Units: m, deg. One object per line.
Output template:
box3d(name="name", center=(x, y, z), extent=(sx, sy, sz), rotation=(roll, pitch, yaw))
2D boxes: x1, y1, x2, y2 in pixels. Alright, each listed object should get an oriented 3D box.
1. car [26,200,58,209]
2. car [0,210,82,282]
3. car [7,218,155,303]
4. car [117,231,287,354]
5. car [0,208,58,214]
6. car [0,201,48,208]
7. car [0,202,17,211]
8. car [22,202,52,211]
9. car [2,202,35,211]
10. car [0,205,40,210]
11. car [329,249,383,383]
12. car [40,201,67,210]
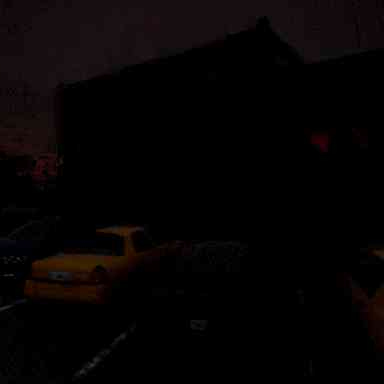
box3d(name="car", center=(-20.165, 2.157, 45.215), extent=(5.566, 2.045, 2.435), rotation=(1, -1, 15))
box3d(name="car", center=(-4.075, 1.488, 9.845), extent=(2.097, 1.535, 5.008), rotation=(1, -1, 16))
box3d(name="car", center=(-1.617, 1.487, 8.304), extent=(1.946, 1.575, 5.366), rotation=(0, -1, 16))
box3d(name="car", center=(0.753, 1.487, 6.403), extent=(2.097, 1.535, 5.008), rotation=(0, -1, 15))
box3d(name="car", center=(-6.474, 1.519, 11.590), extent=(2.163, 1.488, 4.792), rotation=(0, -1, 16))
box3d(name="car", center=(-21.752, 2.303, 42.687), extent=(5.366, 1.575, 1.946), rotation=(1, -2, 15))
box3d(name="car", center=(-33.436, 2.526, 57.938), extent=(4.892, 1.521, 2.231), rotation=(0, -2, 15))
box3d(name="car", center=(-29.545, 2.760, 63.510), extent=(4.792, 1.488, 2.163), rotation=(0, -2, 15))
box3d(name="car", center=(-31.688, 2.625, 60.769), extent=(5.366, 1.575, 1.946), rotation=(0, -2, 15))
box3d(name="car", center=(-8.888, 1.491, 13.286), extent=(2.231, 1.521, 4.892), rotation=(1, -1, 16))
box3d(name="car", center=(3.199, 1.486, 4.867), extent=(1.946, 1.575, 5.366), rotation=(0, -1, 16))
box3d(name="car", center=(-27.669, 2.708, 66.313), extent=(4.553, 1.767, 2.185), rotation=(0, -2, 15))
